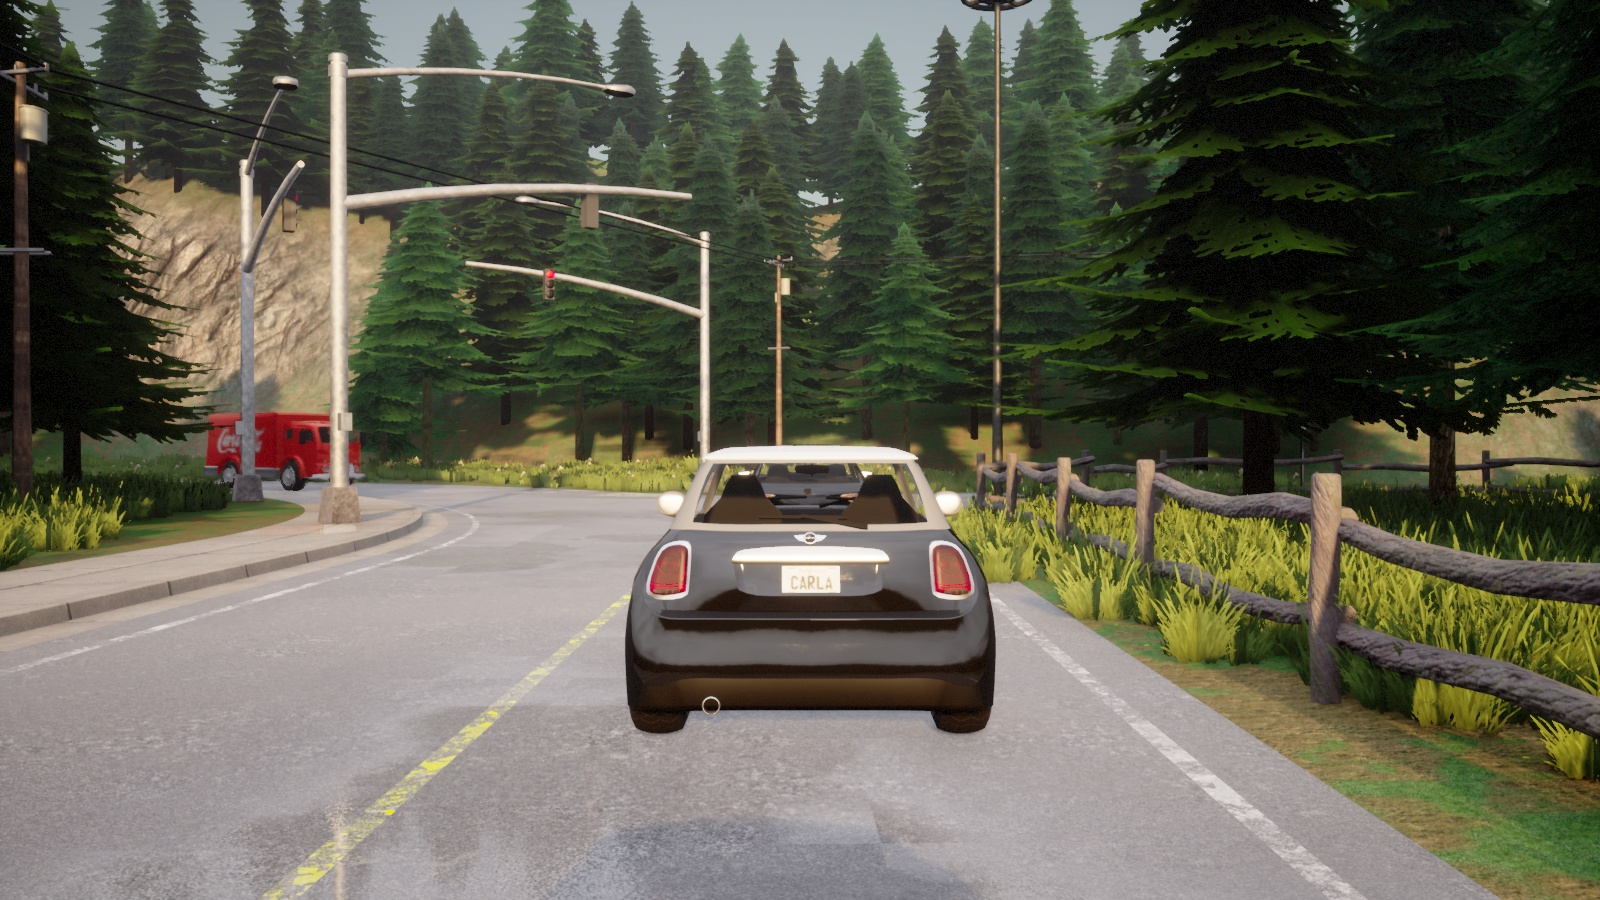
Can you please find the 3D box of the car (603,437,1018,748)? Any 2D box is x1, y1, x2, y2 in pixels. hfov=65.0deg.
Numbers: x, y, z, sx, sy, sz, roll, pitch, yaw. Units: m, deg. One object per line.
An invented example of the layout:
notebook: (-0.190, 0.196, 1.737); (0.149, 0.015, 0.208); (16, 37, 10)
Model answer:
car: (0.058, 0.667, 7.864); (1.970, 1.475, 3.806); (0, 0, 0)

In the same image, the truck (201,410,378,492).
truck: (-16.326, 0.013, 40.132); (5.204, 2.467, 2.627); (1, 0, 31)
